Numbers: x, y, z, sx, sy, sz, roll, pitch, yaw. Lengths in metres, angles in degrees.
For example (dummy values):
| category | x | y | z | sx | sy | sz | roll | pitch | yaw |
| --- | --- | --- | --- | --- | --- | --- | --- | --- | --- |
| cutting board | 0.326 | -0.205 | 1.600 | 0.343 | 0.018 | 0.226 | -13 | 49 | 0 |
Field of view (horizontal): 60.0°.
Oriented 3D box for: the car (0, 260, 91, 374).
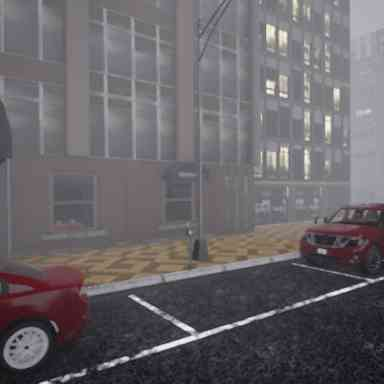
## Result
| category | x | y | z | sx | sy | sz | roll | pitch | yaw |
| --- | --- | --- | --- | --- | --- | --- | --- | --- | --- |
| car | -3.567 | 1.545 | 4.024 | 4.507 | 1.381 | 1.887 | 0 | 0 | -36 |

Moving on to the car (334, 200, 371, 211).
| category | x | y | z | sx | sy | sz | roll | pitch | yaw |
| --- | --- | --- | --- | --- | --- | --- | --- | --- | --- |
| car | 23.133 | 1.869 | 48.007 | 2.008 | 1.369 | 4.403 | -2 | 0 | -36 |

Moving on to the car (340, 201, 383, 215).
| category | x | y | z | sx | sy | sz | roll | pitch | yaw |
| --- | --- | --- | --- | --- | --- | --- | --- | --- | --- |
| car | 19.833 | 1.827 | 38.350 | 1.752 | 1.417 | 4.829 | -2 | 0 | -36 |

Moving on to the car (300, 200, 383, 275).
| category | x | y | z | sx | sy | sz | roll | pitch | yaw |
| --- | --- | --- | --- | --- | --- | --- | --- | --- | --- |
| car | 5.613 | 1.306 | 10.582 | 5.009 | 1.841 | 2.192 | 0 | 0 | -36 |
